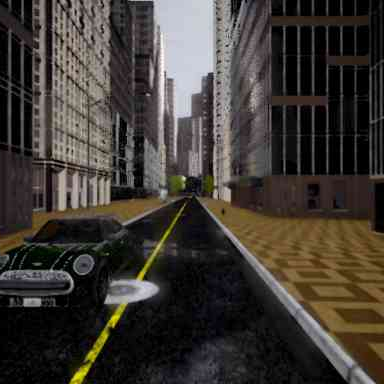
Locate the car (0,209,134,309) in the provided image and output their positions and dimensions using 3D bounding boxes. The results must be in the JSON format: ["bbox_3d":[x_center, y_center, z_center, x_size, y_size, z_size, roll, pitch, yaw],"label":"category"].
[{"bbox_3d":[-2.806,1.364,8.124,2.097,1.767,4.553,0,0,0],"label":"car"}]
